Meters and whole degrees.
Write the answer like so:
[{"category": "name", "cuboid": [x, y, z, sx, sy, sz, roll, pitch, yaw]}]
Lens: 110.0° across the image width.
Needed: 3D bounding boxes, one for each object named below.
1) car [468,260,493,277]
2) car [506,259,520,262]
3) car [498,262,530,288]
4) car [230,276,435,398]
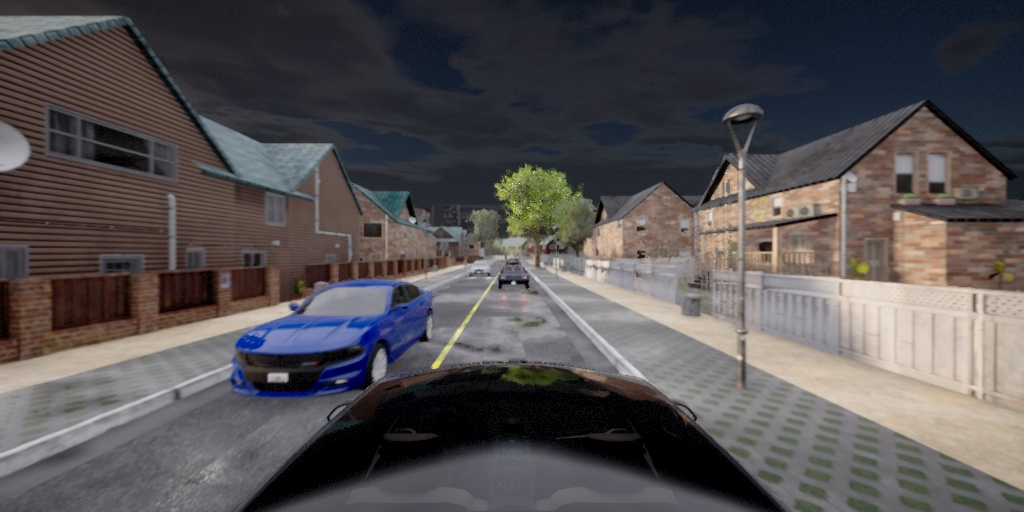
[{"category": "car", "cuboid": [-2.839, 1.126, 33.026, 1.812, 1.442, 4.674, 0, 0, 0]}, {"category": "car", "cuboid": [0.111, 1.069, 40.593, 1.837, 1.490, 4.892, 0, 1, 0]}, {"category": "car", "cuboid": [0.101, 1.254, 22.717, 1.895, 1.301, 4.718, 0, 0, 0]}, {"category": "car", "cuboid": [-2.841, 1.207, 6.879, 1.882, 1.535, 5.008, 0, 0, 0]}]
